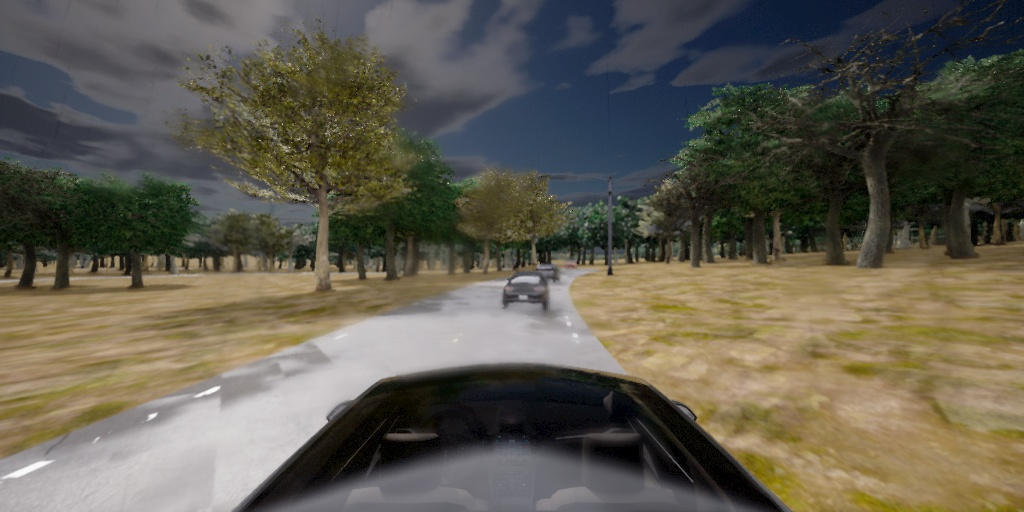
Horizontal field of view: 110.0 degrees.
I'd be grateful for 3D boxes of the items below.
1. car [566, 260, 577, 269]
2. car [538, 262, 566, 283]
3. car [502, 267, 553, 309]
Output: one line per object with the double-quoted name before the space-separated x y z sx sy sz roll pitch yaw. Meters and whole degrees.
"car" 10.638 1.513 64.462 2.097 1.767 4.553 0 -2 11
"car" 2.978 1.402 29.792 2.128 1.511 4.902 0 0 13
"car" 0.709 1.381 15.569 1.812 1.442 4.674 0 0 7
